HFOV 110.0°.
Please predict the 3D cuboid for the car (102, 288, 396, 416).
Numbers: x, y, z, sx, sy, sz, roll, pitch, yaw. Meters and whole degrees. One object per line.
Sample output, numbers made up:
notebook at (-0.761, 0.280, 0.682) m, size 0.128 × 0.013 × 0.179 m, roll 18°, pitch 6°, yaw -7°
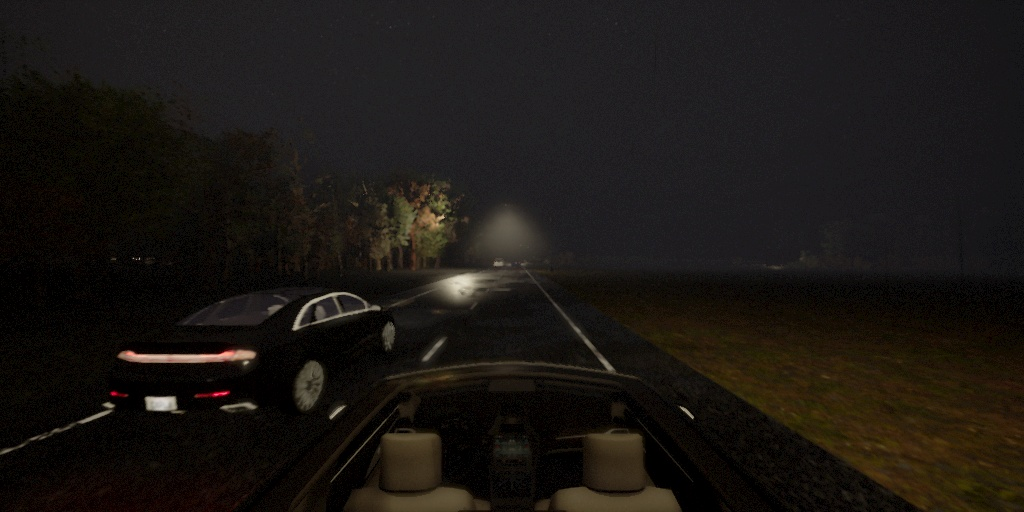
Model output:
car at (-3.477, 1.281, 6.008) m, size 2.128 × 1.511 × 4.902 m, roll 0°, pitch -1°, yaw 1°
